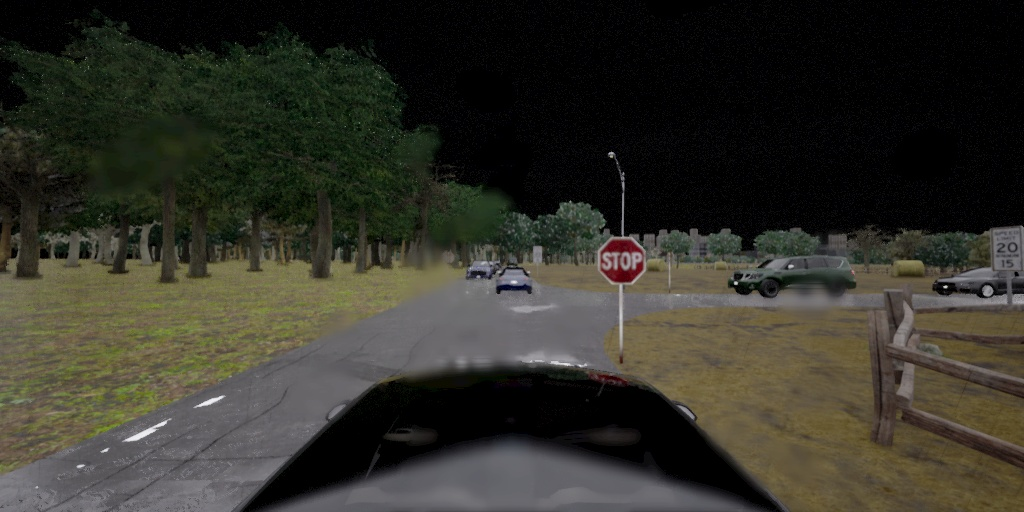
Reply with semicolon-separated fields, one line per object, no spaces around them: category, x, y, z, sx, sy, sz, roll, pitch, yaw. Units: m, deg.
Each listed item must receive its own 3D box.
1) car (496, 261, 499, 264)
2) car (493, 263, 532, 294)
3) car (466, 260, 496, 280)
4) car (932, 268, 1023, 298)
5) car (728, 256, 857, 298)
car;-2.808;1.314;41.066;1.882;1.535;5.008;0;0;0
car;0.119;1.336;20.915;1.994;1.385;4.181;0;0;0
car;-2.790;1.142;31.758;2.097;1.767;4.553;0;0;-1
car;24.453;1.334;18.262;4.892;1.490;1.837;0;-2;-1
car;14.114;1.036;18.225;5.566;2.045;2.150;0;-2;-1
